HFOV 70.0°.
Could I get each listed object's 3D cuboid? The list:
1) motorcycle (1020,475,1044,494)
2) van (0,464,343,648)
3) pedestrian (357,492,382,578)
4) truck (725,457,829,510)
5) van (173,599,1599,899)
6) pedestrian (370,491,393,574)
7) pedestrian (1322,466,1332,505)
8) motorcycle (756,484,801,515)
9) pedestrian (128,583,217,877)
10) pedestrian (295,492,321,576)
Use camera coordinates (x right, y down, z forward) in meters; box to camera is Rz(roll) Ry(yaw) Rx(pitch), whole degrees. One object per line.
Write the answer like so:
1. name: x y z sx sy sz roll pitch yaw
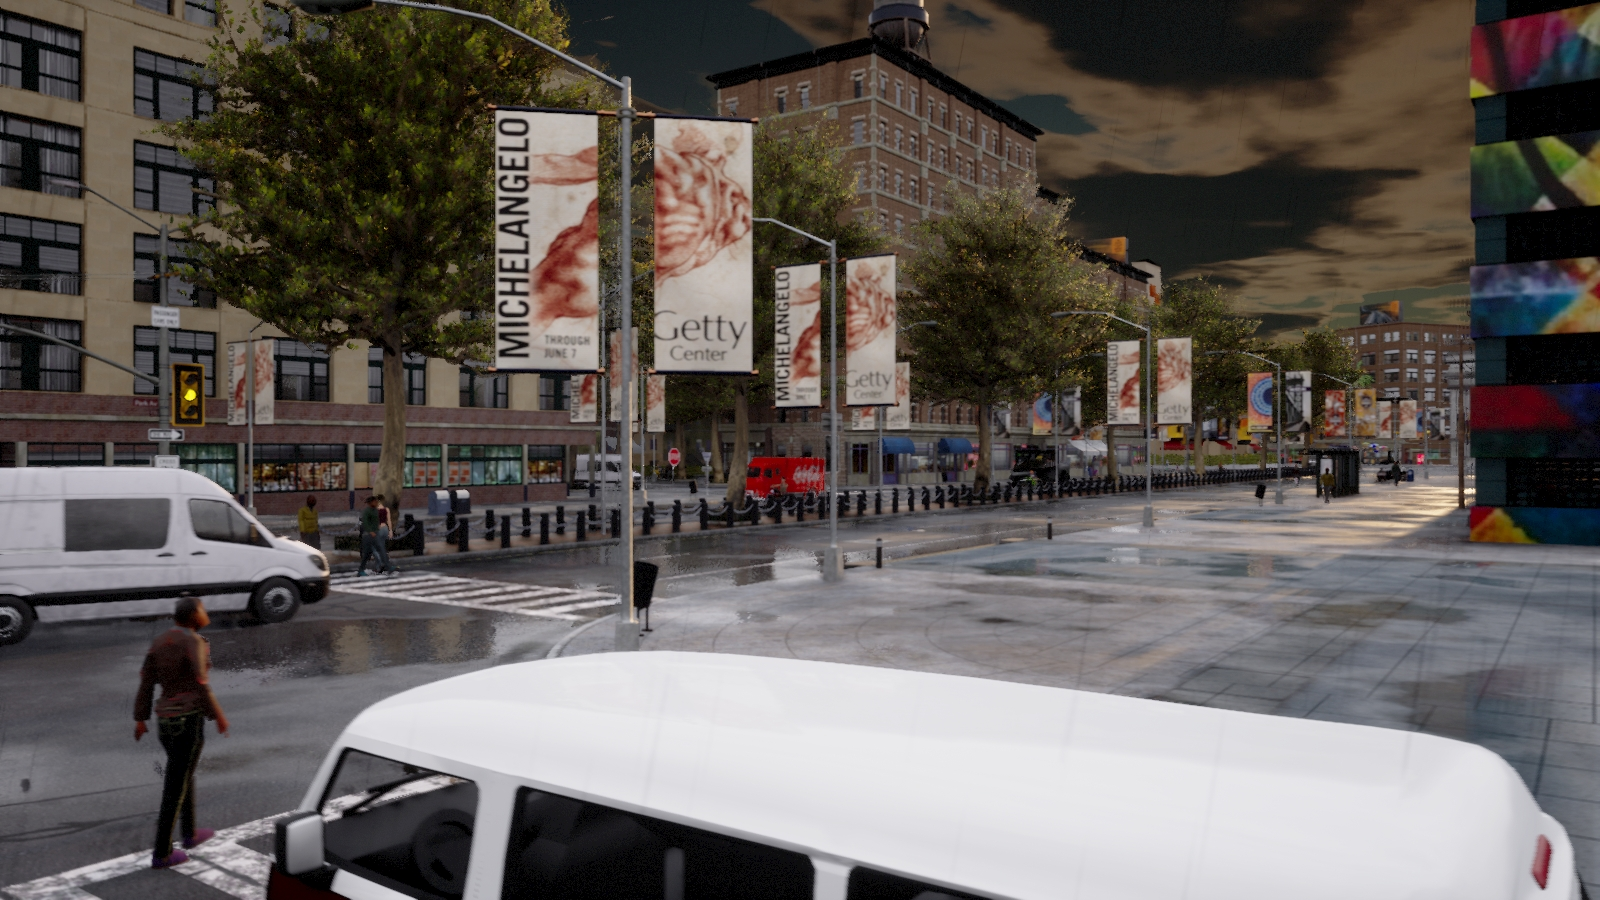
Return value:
1. motorcycle: 14.999 2.235 73.752 0.803 1.145 2.033 0 0 35
2. van: -10.648 1.550 18.224 5.915 2.561 1.988 0 0 -38
3. pedestrian: -9.483 1.865 25.164 0.375 1.860 0.375 0 0 23
4. truck: -1.094 1.592 56.844 2.627 2.467 5.204 0 0 35
5. van: 0.123 1.785 3.733 4.480 2.038 2.069 0 0 36
6. pedestrian: -9.496 1.866 25.938 0.375 1.860 0.375 0 0 -44
7. pedestrian: 25.580 1.705 55.441 0.375 1.860 0.375 0 0 36
8. motorcycle: -0.927 2.192 50.979 0.764 1.277 2.356 0 0 35
9. pedestrian: -4.229 1.856 7.703 0.375 1.860 0.375 0 0 25
10. pedestrian: -10.982 1.866 25.513 0.375 1.860 0.375 0 0 23
